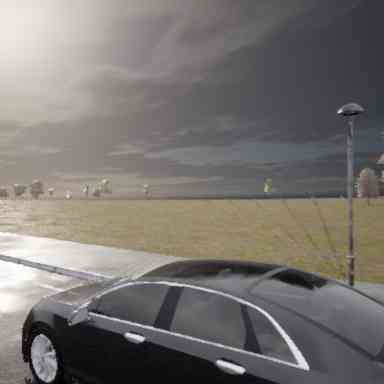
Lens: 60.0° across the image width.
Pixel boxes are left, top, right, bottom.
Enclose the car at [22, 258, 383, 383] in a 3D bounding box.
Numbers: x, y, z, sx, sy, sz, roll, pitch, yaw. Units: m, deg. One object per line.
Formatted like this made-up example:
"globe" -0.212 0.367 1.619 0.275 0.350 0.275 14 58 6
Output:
"car" 0.019 1.521 3.687 4.892 1.490 1.837 -1 -1 36
